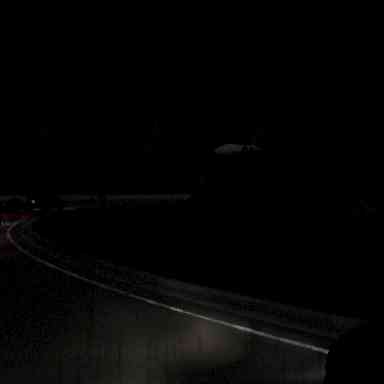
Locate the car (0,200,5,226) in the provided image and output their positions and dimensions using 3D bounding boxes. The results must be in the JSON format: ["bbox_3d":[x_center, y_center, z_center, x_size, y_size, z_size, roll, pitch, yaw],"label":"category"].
[{"bbox_3d":[-11.851,1.400,18.694,1.812,1.442,4.674,0,0,-26],"label":"car"}]

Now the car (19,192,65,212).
[{"bbox_3d":[-15.466,1.020,35.158,2.150,2.045,5.566,0,0,1],"label":"car"}]

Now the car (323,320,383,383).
[{"bbox_3d":[3.305,1.489,1.662,5.008,1.535,1.882,1,0,36],"label":"car"}]

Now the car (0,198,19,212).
[{"bbox_3d":[-18.879,1.308,34.629,1.812,1.442,4.674,0,0,-1],"label":"car"}]
